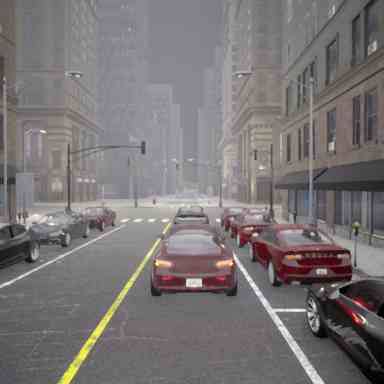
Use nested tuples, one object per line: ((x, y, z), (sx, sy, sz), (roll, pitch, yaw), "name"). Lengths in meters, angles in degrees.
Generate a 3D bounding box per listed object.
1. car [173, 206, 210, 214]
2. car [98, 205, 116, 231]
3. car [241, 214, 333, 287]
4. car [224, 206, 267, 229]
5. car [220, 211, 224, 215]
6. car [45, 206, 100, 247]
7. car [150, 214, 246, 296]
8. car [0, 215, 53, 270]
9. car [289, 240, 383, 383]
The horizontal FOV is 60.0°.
((-0.025, 1.489, 18.266), (2.128, 1.511, 4.902), (0, 0, 1), "car")
((-5.832, 1.542, 20.223), (1.887, 1.381, 4.507), (-1, 0, 0), "car")
((2.727, 1.543, 9.238), (1.887, 1.381, 4.507), (-1, 0, 0), "car")
((2.710, 1.542, 14.744), (1.887, 1.381, 4.507), (-1, 0, 0), "car")
((2.693, 1.542, 20.249), (1.887, 1.381, 4.507), (-1, 0, 0), "car")
((-5.815, 1.549, 14.717), (2.008, 1.369, 4.403), (-1, 0, 0), "car")
((0.044, 1.524, 8.493), (1.812, 1.442, 4.674), (0, 0, 0), "car")
((-5.798, 1.564, 9.212), (1.947, 1.339, 4.313), (-1, 0, 0), "car")
((2.744, 1.565, 3.734), (1.947, 1.339, 4.313), (-1, 0, 0), "car")
